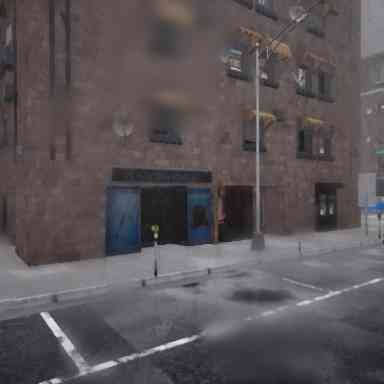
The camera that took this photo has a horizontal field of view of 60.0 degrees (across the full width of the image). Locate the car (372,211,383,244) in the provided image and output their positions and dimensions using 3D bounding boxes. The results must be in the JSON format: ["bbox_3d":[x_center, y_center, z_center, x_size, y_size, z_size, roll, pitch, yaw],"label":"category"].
[{"bbox_3d":[9.316,1.525,13.212,4.829,1.417,1.752,0,0,-35],"label":"car"}]

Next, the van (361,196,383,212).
[{"bbox_3d":[17.835,1.287,34.111,1.690,1.788,3.998,0,0,-36],"label":"van"}]
